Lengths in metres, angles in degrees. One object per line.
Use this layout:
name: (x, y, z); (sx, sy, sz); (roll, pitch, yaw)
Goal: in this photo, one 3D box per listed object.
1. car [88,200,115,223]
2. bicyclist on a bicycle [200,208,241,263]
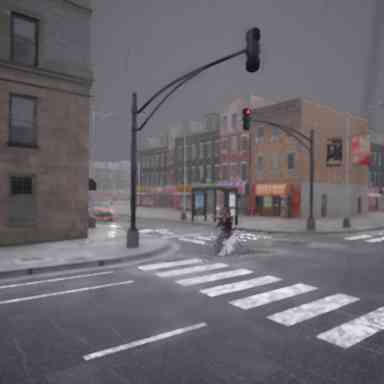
car: (-8.078, 1.494, 27.381); (2.097, 1.767, 4.553); (1, -1, -38)
bicyclist on a bicycle: (0.969, 1.437, 11.138); (1.843, 1.776, 0.659); (1, 0, -37)
